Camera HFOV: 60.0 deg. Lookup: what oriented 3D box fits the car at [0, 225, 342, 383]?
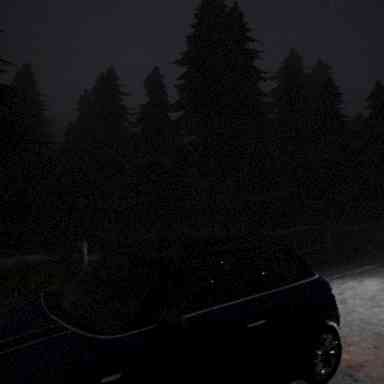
[{"bbox_3d":[-0.383,1.340,3.720,4.553,1.767,2.097,-1,0,-35],"label":"car"}]
